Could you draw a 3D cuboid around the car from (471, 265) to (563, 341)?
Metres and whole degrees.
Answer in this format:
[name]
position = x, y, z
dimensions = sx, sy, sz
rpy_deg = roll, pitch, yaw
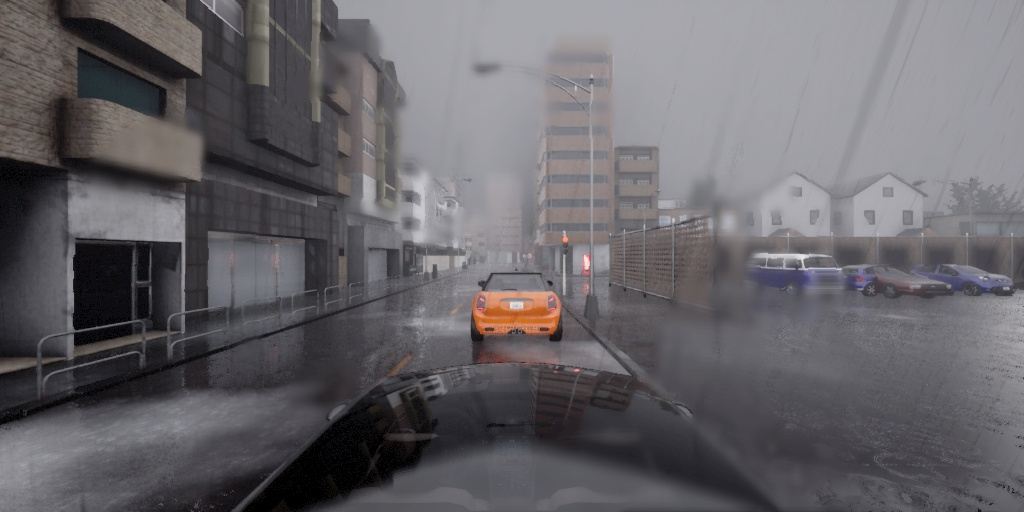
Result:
[car]
position = 0.102, 1.102, 10.009
dimensions = 2.097, 1.767, 4.553
rpy_deg = 0, 0, 0
